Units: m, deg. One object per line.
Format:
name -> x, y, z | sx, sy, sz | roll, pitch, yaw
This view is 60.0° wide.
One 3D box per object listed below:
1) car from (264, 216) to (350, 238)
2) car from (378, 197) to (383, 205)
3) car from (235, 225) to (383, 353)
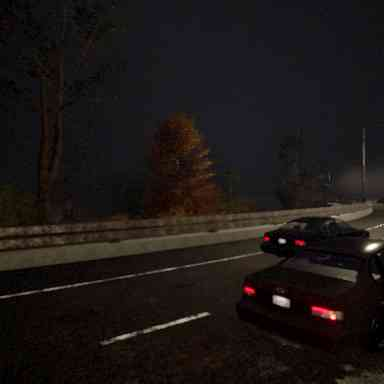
car -> 4.733, 1.615, 12.255 | 5.357, 1.411, 2.033 | 0, 0, -42
car -> 36.571, 1.616, 62.731 | 1.837, 1.490, 4.892 | 0, 0, 14
car -> 3.179, 1.581, 6.264 | 5.357, 1.411, 2.033 | 0, 0, -40
